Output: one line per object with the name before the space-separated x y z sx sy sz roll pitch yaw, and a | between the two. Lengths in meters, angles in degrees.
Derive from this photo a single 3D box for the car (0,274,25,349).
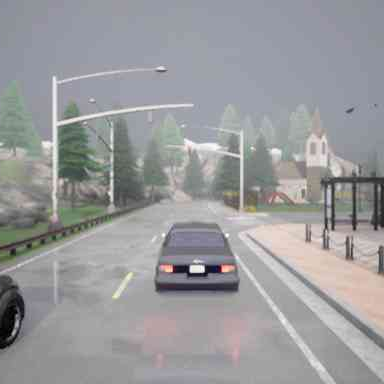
car | -3.561 1.546 3.408 1.994 1.385 4.181 0 0 0

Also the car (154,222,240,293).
car | 0.096 1.502 8.853 2.033 1.411 5.357 0 0 0
